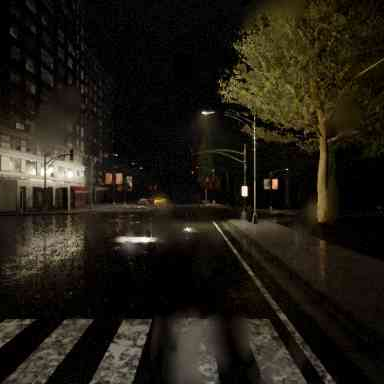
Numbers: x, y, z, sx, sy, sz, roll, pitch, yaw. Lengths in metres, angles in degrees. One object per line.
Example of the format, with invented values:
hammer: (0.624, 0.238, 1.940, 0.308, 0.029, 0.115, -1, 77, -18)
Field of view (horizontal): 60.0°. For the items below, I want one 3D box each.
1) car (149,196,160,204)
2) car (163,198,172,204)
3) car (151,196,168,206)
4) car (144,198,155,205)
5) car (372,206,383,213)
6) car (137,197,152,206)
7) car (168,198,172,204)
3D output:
car: (-9.553, 1.961, 85.923, 2.150, 2.045, 5.566, 0, -1, 0)
car: (-6.303, 2.264, 86.178, 1.812, 1.442, 4.674, 0, -1, 0)
car: (-6.350, 1.926, 65.976, 1.882, 1.535, 5.008, 0, -1, 0)
car: (-9.578, 2.132, 75.517, 1.994, 1.385, 4.181, 0, -1, 0)
car: (41.779, 3.912, 74.422, 4.892, 1.490, 1.837, 4, -3, -45)
car: (-9.601, 2.008, 65.649, 1.994, 1.385, 4.181, 0, -1, 0)
car: (-6.327, 2.127, 75.976, 2.033, 1.411, 5.357, 0, -1, 0)
